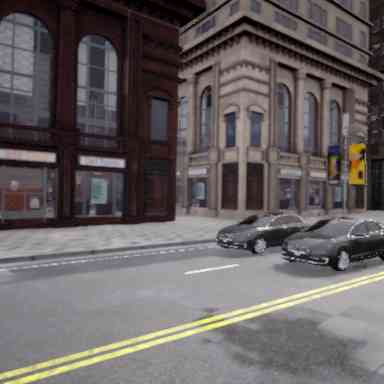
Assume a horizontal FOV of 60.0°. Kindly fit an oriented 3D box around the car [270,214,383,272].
[{"bbox_3d":[5.117,1.620,11.331,4.892,1.490,1.837,1,0,-36],"label":"car"}]

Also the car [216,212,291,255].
[{"bbox_3d":[3.227,1.620,13.975,4.892,1.490,1.837,1,0,-36],"label":"car"}]
